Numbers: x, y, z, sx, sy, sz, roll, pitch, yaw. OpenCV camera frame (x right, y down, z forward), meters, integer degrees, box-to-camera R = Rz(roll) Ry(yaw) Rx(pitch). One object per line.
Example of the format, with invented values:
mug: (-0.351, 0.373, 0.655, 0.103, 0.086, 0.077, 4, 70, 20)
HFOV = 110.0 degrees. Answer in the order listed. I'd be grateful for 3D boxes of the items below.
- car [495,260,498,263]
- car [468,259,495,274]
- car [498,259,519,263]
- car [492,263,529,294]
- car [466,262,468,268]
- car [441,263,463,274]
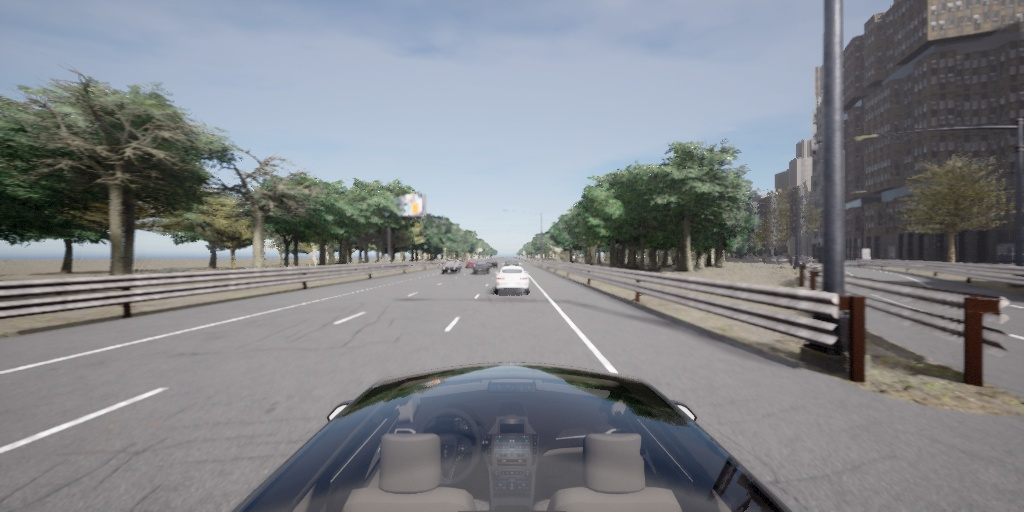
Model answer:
car: (-3.398, 1.341, 63.326, 1.882, 1.535, 5.008, 0, 0, 0)
car: (-3.474, 1.316, 41.840, 2.128, 1.511, 4.902, 0, 0, 0)
car: (0.006, 1.163, 37.249, 2.097, 1.767, 4.553, 0, 0, 1)
car: (0.007, 1.296, 20.494, 1.812, 1.442, 4.674, 0, 0, 0)
car: (-6.899, 1.389, 62.809, 1.812, 1.442, 4.674, 0, 0, 0)
car: (-6.975, 1.426, 42.144, 1.895, 1.301, 4.718, 0, 0, 0)
